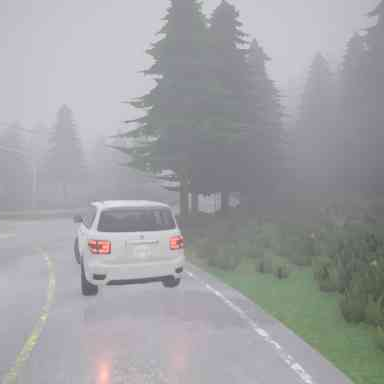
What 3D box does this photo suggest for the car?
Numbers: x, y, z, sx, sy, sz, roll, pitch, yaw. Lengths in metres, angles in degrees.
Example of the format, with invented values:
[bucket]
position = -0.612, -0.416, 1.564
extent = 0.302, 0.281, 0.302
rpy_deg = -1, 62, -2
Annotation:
[car]
position = -1.917, 1.221, 9.031
extent = 2.150, 2.045, 5.566
rpy_deg = 0, 0, -20
